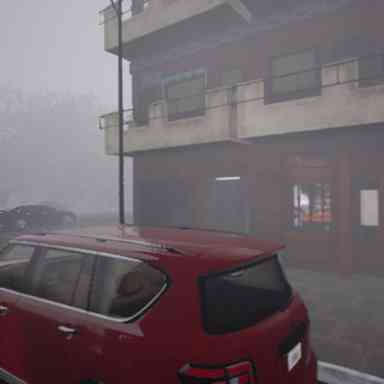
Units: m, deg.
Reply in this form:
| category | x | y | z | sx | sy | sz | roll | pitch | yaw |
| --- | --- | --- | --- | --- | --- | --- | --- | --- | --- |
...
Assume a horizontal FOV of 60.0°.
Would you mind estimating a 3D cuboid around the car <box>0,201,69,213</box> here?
| category | x | y | z | sx | sy | sz | roll | pitch | yaw |
| --- | --- | --- | --- | --- | --- | --- | --- | --- | --- |
| car | -9.352 | 1.458 | 19.987 | 1.837 | 1.490 | 4.892 | -1 | 0 | 37 |

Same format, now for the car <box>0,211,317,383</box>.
| category | x | y | z | sx | sy | sz | roll | pitch | yaw |
| --- | --- | --- | --- | --- | --- | --- | --- | --- | --- |
| car | -1.169 | 1.314 | 3.899 | 5.009 | 1.841 | 2.192 | 0 | -1 | 36 |
